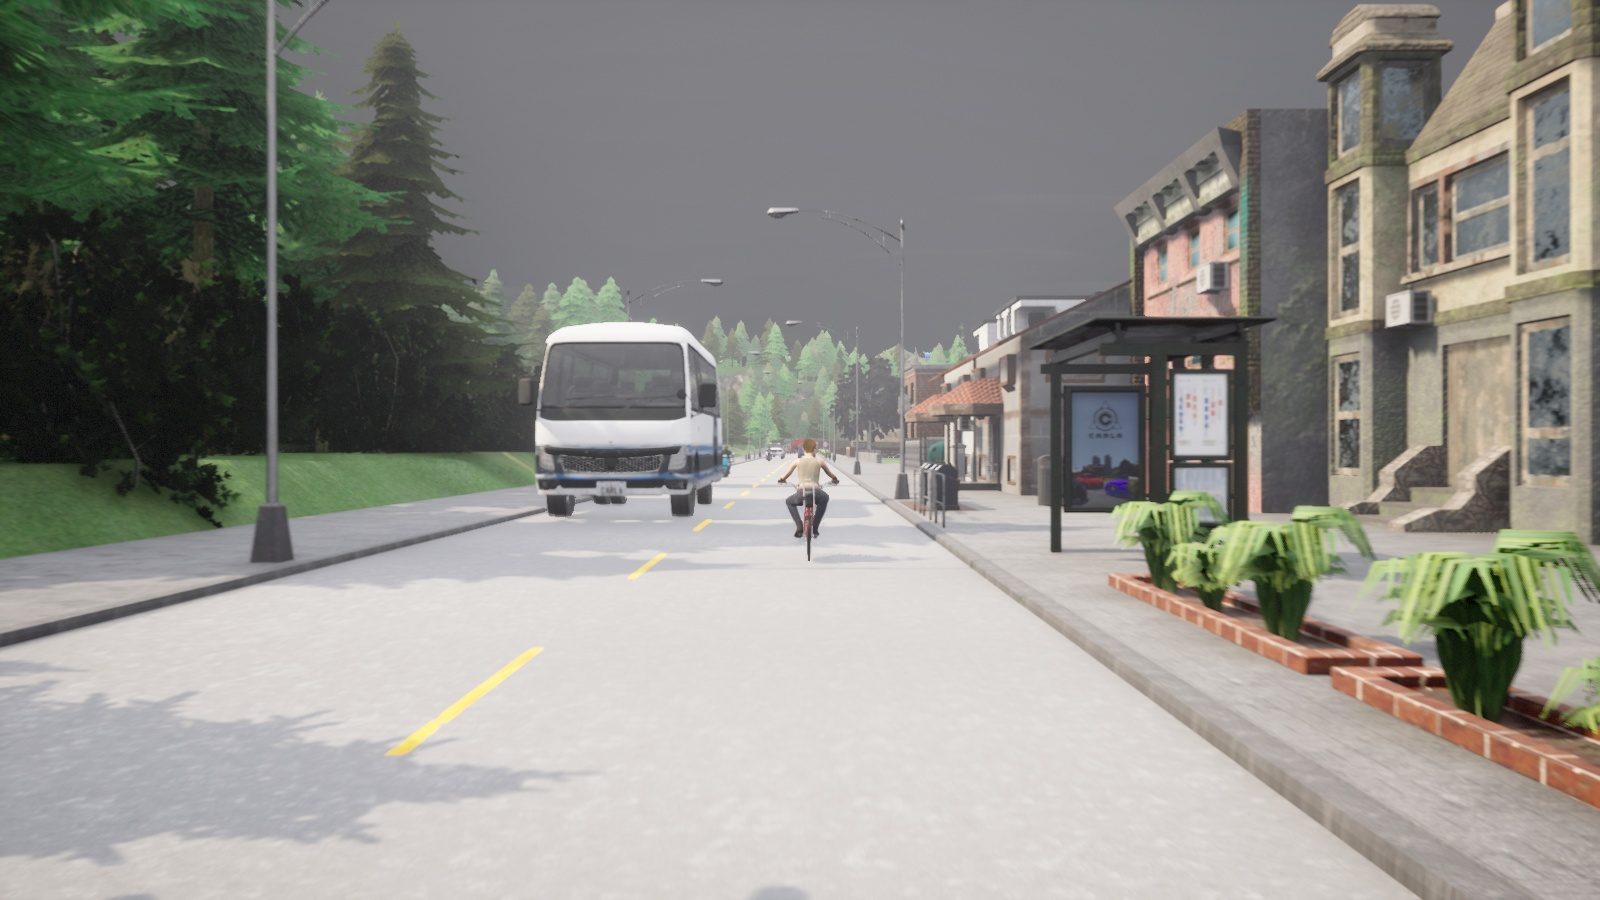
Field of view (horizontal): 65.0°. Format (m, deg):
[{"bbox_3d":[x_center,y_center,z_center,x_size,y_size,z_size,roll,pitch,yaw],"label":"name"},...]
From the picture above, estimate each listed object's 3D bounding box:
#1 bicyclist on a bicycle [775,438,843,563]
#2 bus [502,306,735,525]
[{"bbox_3d":[0.117,0.645,16.904,0.866,1.612,1.509,0,0,0],"label":"bicyclist on a bicycle"},{"bbox_3d":[-3.813,-0.700,29.617,3.944,4.253,10.273,0,0,0],"label":"bus"}]
